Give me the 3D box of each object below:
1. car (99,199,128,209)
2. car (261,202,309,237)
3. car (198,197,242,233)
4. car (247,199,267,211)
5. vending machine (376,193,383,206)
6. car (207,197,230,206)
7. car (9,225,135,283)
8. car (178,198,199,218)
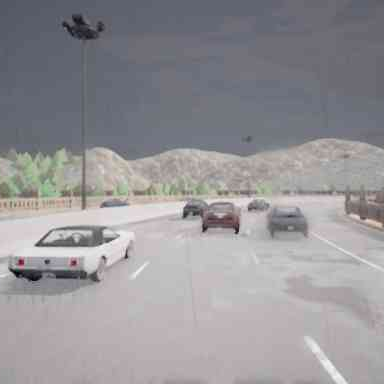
[{"bbox_3d":[-9.961,1.579,42.365,1.994,1.385,4.181,0,0,21],"label":"car"},{"bbox_3d":[5.050,1.497,18.007,2.128,1.511,4.902,0,0,10],"label":"car"},{"bbox_3d":[1.906,1.359,20.152,2.097,1.767,4.553,0,0,10],"label":"car"},{"bbox_3d":[8.066,1.559,39.864,2.033,1.411,5.357,0,0,24],"label":"car"},{"bbox_3d":[31.371,1.208,55.503,1.100,2.100,0.880,0,0,42],"label":"vending machine"},{"bbox_3d":[4.519,1.544,55.928,1.812,1.442,4.674,0,0,32],"label":"car"},{"bbox_3d":[-3.060,1.604,9.702,1.895,1.301,4.718,0,0,4],"label":"car"},{"bbox_3d":[0.579,1.514,29.473,1.837,1.490,4.892,0,0,16],"label":"car"}]
